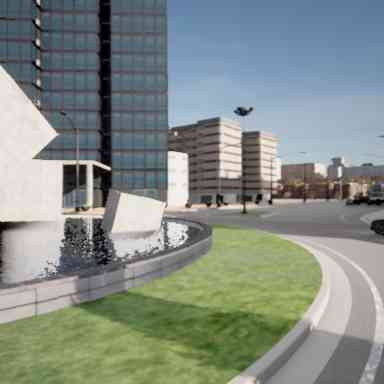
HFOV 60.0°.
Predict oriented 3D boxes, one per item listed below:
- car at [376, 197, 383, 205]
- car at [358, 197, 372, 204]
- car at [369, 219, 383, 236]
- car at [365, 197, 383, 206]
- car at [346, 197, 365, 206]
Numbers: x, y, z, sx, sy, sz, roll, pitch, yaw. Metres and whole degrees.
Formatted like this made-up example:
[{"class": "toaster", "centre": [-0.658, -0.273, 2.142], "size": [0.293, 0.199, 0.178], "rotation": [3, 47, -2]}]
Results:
[{"class": "car", "centre": [40.688, 1.846, 70.418], "size": [2.128, 1.511, 4.902], "rotation": [-1, -1, 39]}, {"class": "car", "centre": [37.431, 1.831, 71.946], "size": [1.882, 1.535, 5.008], "rotation": [-1, -1, 39]}, {"class": "car", "centre": [10.965, 1.622, 16.103], "size": [2.033, 1.411, 5.357], "rotation": [0, -1, -4]}, {"class": "car", "centre": [34.200, 1.841, 62.268], "size": [1.837, 1.490, 4.892], "rotation": [-1, -1, 39]}, {"class": "car", "centre": [30.943, 1.909, 63.796], "size": [2.128, 1.511, 4.902], "rotation": [-1, -1, 39]}]
